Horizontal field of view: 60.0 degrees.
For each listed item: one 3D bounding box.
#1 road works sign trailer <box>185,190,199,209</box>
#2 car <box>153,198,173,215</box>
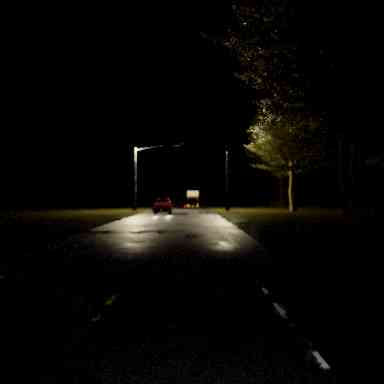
[{"bbox_3d":[0.164,1.406,64.967,2.380,3.560,2.880,0,-1,2],"label":"road works sign trailer"},{"bbox_3d":[-3.626,1.771,41.885,2.150,2.045,5.566,0,-1,0],"label":"car"}]
